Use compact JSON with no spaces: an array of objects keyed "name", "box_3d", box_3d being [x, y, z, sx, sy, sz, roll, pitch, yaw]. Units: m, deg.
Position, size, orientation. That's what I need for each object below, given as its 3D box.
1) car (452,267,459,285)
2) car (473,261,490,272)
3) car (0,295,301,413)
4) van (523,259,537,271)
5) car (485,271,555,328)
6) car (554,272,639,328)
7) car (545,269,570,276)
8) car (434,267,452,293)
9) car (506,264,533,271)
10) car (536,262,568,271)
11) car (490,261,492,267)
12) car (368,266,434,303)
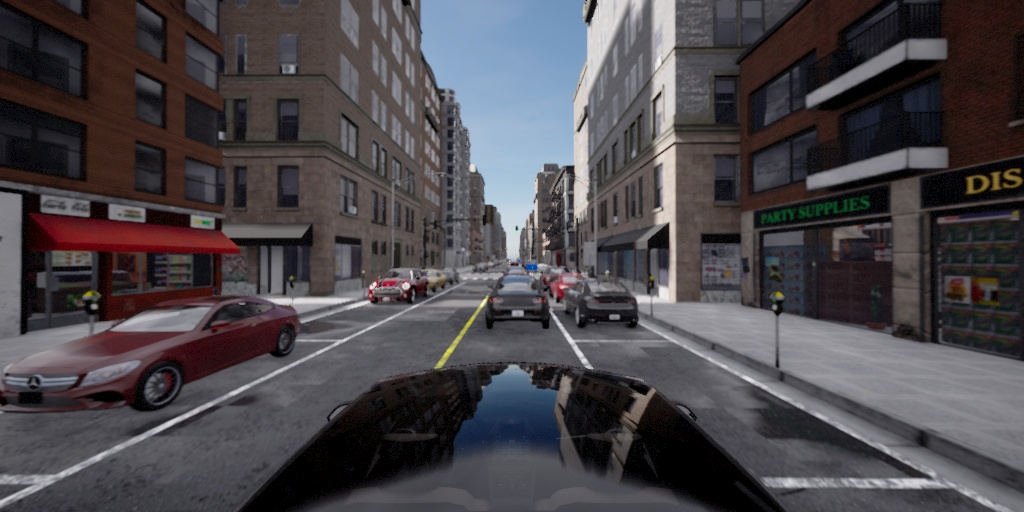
[{"name":"car","box_3d":[-5.197,1.513,28.169,2.007,1.370,4.403,0,0,0]},{"name":"car","box_3d":[-4.992,1.730,55.249,2.007,1.370,4.403,0,0,0]},{"name":"car","box_3d":[-5.364,1.366,6.096,1.802,1.307,4.207,0,0,0]},{"name":"van","box_3d":[3.033,1.521,55.197,1.690,1.789,3.998,0,0,0]},{"name":"car","box_3d":[0.169,1.356,11.607,1.812,1.442,4.674,0,-1,0]},{"name":"car","box_3d":[2.702,1.380,11.561,2.007,1.370,4.403,0,0,0]},{"name":"car","box_3d":[2.744,1.456,17.080,1.802,1.307,4.207,0,0,0]},{"name":"car","box_3d":[-5.240,1.443,22.480,1.751,1.417,4.829,0,0,0]},{"name":"car","box_3d":[0.269,1.459,24.468,1.812,1.442,4.674,0,0,0]},{"name":"car","box_3d":[2.786,1.359,22.598,1.967,1.591,4.097,0,0,0]},{"name":"car","box_3d":[-4.949,1.770,60.930,1.888,1.381,4.507,0,0,0]},{"name":"car","box_3d":[-5.281,1.313,17.133,1.967,1.591,4.097,0,0,0]}]
